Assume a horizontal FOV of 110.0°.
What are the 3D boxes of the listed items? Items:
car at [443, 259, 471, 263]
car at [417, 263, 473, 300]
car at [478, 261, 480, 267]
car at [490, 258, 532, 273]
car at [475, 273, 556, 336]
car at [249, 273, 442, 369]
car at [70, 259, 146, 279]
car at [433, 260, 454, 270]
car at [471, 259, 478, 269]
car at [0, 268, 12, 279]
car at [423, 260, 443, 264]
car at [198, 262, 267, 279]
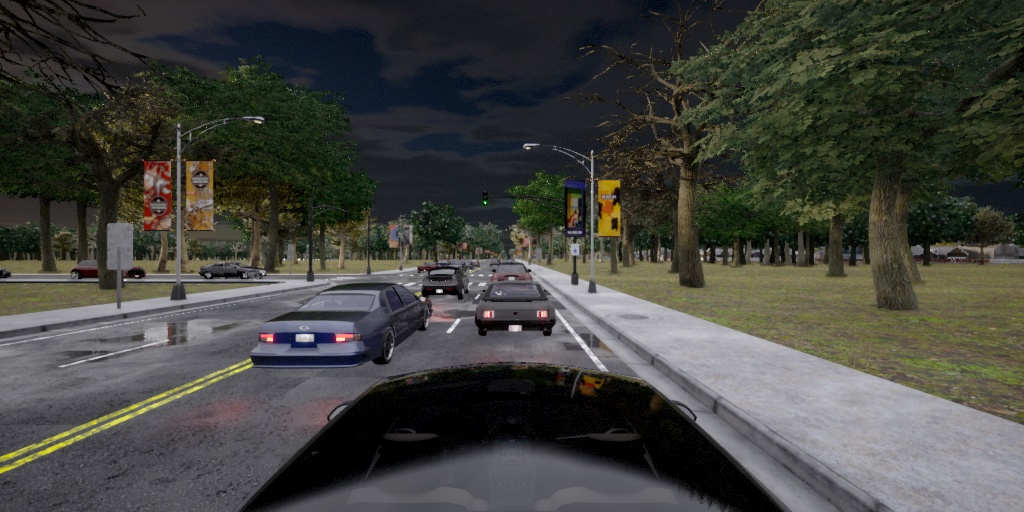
[{"bbox_3d":[-6.789,1.258,44.867,2.128,1.511,4.902,0,0,0],"label":"car"},{"bbox_3d":[-3.197,1.258,17.812,1.837,1.490,4.892,0,0,-2],"label":"car"},{"bbox_3d":[-6.842,1.312,64.438,1.812,1.442,4.674,0,0,0],"label":"car"},{"bbox_3d":[-0.013,1.106,19.338,2.097,1.767,4.553,0,0,0],"label":"car"},{"bbox_3d":[0.068,1.352,10.352,1.895,1.301,4.718,0,0,0],"label":"car"},{"bbox_3d":[-3.172,1.298,7.978,2.033,1.411,5.357,0,0,0],"label":"car"},{"bbox_3d":[-33.321,1.074,29.695,4.553,1.767,2.097,0,0,0],"label":"car"},{"bbox_3d":[-10.075,1.321,53.029,2.033,1.411,5.357,0,0,0],"label":"car"},{"bbox_3d":[-6.828,1.266,54.203,2.128,1.511,4.902,0,0,0],"label":"car"},{"bbox_3d":[-44.482,1.277,29.671,4.181,1.385,1.994,0,0,1],"label":"car"},{"bbox_3d":[-10.034,1.366,43.377,1.895,1.301,4.718,0,0,0],"label":"car"},{"bbox_3d":[-23.064,1.225,29.735,4.902,1.511,2.128,0,0,0],"label":"car"}]
